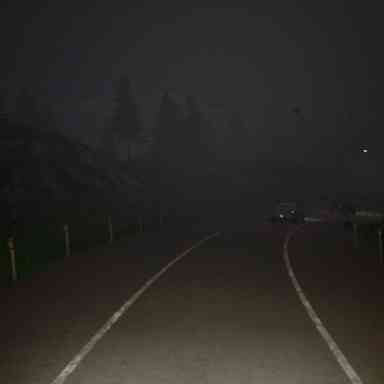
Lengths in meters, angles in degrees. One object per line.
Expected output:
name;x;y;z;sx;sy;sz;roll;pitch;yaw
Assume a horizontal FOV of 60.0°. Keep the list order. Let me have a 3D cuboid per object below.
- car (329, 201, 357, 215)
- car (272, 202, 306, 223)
car;17.691;1.778;38.824;4.902;1.511;2.128;2;2;-45
car;7.624;1.556;26.140;1.812;1.442;4.674;3;1;29
